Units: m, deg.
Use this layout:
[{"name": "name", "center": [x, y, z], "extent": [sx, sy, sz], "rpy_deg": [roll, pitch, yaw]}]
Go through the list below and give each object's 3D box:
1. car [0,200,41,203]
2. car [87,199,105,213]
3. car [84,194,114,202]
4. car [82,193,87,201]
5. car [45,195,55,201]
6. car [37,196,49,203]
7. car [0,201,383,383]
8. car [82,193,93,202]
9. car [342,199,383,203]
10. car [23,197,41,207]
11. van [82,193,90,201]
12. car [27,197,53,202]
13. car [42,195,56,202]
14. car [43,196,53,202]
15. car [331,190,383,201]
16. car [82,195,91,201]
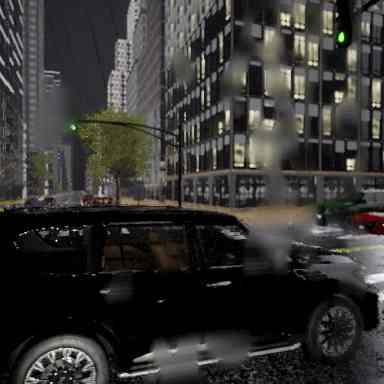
[{"name": "car", "center": [-12.419, 1.548, 23.989], "extent": [1.994, 1.385, 4.181], "rpy_deg": [0, 0, -18]}, {"name": "car", "center": [-10.770, 1.504, 37.107], "extent": [1.752, 1.417, 4.829], "rpy_deg": [0, 0, -19]}, {"name": "car", "center": [-7.080, 1.302, 26.268], "extent": [2.192, 1.841, 5.009], "rpy_deg": [0, 0, -19]}, {"name": "car", "center": [-19.811, 1.268, 63.642], "extent": [2.192, 1.841, 5.009], "rpy_deg": [0, 0, -19]}, {"name": "car", "center": [-35.009, 1.473, 82.272], "extent": [2.008, 1.369, 4.403], "rpy_deg": [0, 0, -19]}, {"name": "car", "center": [-29.500, 1.468, 66.101], "extent": [1.752, 1.417, 4.829], "rpy_deg": [0, 0, -19]}, {"name": "car", "center": [-0.153, 1.226, 4.644], "extent": [5.566, 2.045, 2.150], "rpy_deg": [0, 0, -20]}, {"name": "car", "center": [-23.449, 1.255, 74.320], "extent": [2.192, 1.841, 5.009], "rpy_deg": [0, 0, -19]}, {"name": "car", "center": [9.646, 1.210, 15.176], "extent": [5.008, 1.535, 1.882], "rpy_deg": [-1, 1, -20]}, {"name": "car", "center": [-24.101, 1.527, 50.251], "extent": [1.947, 1.339, 4.313], "rpy_deg": [0, 0, -19]}, {"name": "van", "center": [-27.086, 1.267, 84.998], "extent": [1.690, 1.788, 3.998], "rpy_deg": [0, 0, -19]}, {"name": "car", "center": [-16.102, 1.524, 34.849], "extent": [2.033, 1.411, 5.357], "rpy_deg": [0, 0, -19]}, {"name": "car", "center": [-20.117, 1.493, 46.697], "extent": [1.812, 1.442, 4.674], "rpy_deg": [0, 0, -19]}, {"name": "car", "center": [-33.190, 1.511, 76.936], "extent": [1.802, 1.307, 4.206], "rpy_deg": [0, 0, -19]}, {"name": "car", "center": [9.306, 0.911, 18.508], "extent": [5.566, 2.045, 2.150], "rpy_deg": [-1, 1, -20]}, {"name": "car", "center": [-25.265, 1.477, 79.660], "extent": [1.887, 1.381, 4.507], "rpy_deg": [0, 0, -19]}]
